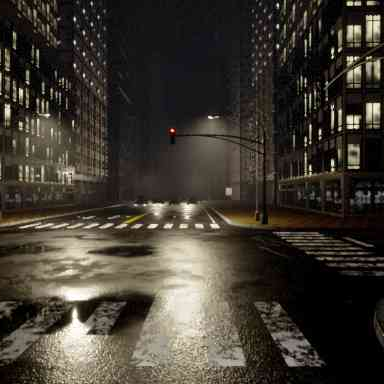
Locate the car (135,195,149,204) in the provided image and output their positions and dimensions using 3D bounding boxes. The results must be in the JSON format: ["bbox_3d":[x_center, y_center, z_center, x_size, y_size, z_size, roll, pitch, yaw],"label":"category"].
[{"bbox_3d":[-9.682,1.468,64.349,2.097,1.767,4.553,0,0,0],"label":"car"}]

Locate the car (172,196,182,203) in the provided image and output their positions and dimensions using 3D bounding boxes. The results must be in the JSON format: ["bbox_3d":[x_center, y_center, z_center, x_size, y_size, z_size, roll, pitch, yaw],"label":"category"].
[{"bbox_3d":[-3.176,1.522,70.145,1.994,1.385,4.181,0,0,0],"label":"car"}]

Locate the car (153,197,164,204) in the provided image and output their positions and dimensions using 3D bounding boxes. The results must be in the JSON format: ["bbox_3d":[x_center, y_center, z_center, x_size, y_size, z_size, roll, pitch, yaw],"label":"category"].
[{"bbox_3d":[-6.432,1.680,64.315,1.994,1.385,4.181,0,0,0],"label":"car"}]

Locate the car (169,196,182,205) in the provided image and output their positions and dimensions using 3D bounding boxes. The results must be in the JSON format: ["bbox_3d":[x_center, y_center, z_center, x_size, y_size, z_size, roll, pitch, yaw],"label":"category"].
[{"bbox_3d":[-3.187,1.647,59.727,2.033,1.411,5.357,0,0,0],"label":"car"}]

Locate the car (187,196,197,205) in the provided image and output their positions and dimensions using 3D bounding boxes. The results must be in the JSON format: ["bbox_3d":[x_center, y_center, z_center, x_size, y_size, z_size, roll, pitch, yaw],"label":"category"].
[{"bbox_3d":[0.064,1.648,60.140,2.033,1.411,5.357,0,0,0],"label":"car"}]

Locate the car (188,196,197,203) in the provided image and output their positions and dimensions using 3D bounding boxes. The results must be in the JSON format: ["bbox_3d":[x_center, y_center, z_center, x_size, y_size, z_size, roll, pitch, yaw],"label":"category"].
[{"bbox_3d":[0.075,1.583,70.588,1.895,1.301,4.718,0,0,0],"label":"car"}]
